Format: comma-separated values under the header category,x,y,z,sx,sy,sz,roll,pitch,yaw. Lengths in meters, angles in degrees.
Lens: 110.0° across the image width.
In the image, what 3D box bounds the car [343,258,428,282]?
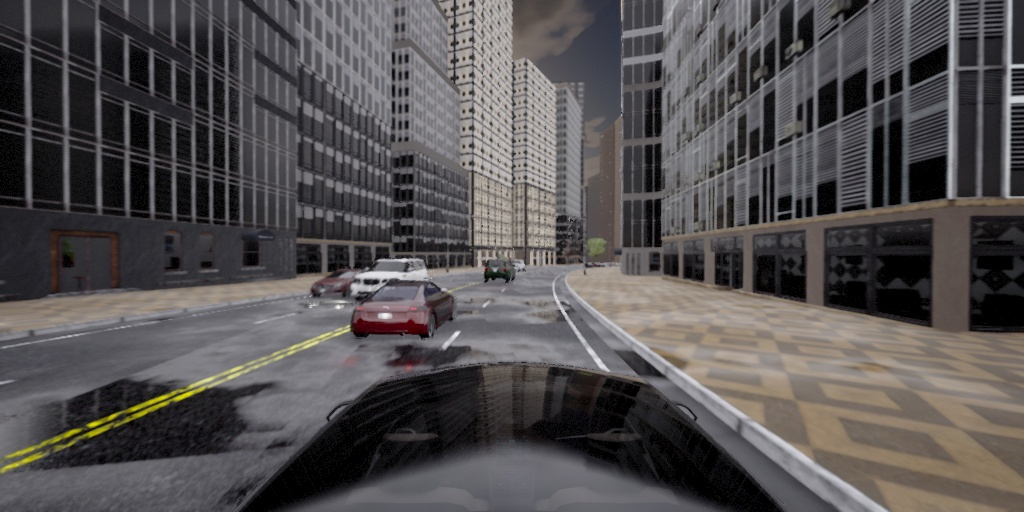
category,x,y,z,sx,sy,sz,roll,pitch,yaw
car,-5.937,1.128,18.243,2.150,2.045,5.566,0,-1,4

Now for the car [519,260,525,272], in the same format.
category,x,y,z,sx,sy,sz,roll,pitch,yaw
car,0.646,1.611,59.007,2.150,2.045,5.566,0,-1,15

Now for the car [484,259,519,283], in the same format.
category,x,y,z,sx,sy,sz,roll,pitch,yaw
car,-1.043,1.302,32.136,2.150,2.045,5.566,0,-1,8

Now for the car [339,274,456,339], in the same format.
category,x,y,z,sx,sy,sz,roll,pitch,yaw
car,-2.907,1.398,10.427,1.994,1.385,4.181,0,-1,2

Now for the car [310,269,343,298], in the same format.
category,x,y,z,sx,sy,sz,roll,pitch,yaw
car,-9.061,1.437,19.830,1.812,1.442,4.674,0,-1,5
